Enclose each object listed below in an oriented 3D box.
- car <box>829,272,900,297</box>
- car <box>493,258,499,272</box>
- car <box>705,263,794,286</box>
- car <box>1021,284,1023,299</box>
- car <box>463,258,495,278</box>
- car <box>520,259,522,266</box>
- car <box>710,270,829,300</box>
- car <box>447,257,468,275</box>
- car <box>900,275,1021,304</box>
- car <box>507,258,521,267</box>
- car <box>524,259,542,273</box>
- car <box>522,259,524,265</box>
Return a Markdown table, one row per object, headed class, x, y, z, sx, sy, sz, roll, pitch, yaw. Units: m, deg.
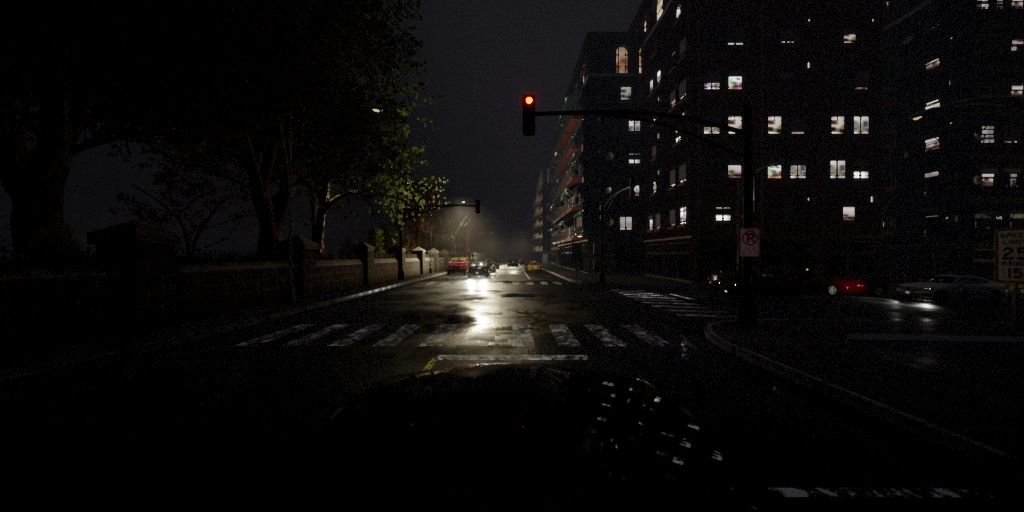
| class | x | y | z | sx | sy | sz | roll | pitch | yaw |
| --- | --- | --- | --- | --- | --- | --- | --- | --- | --- |
| car | 20.314 | 1.671 | 21.923 | 4.507 | 1.381 | 1.888 | 0 | 0 | 0 |
| car | -3.056 | 1.110 | 43.911 | 2.097 | 1.767 | 4.553 | 0 | 0 | 0 |
| car | 14.619 | 1.338 | 21.911 | 5.009 | 1.841 | 2.192 | 0 | 0 | 0 |
| car | 31.536 | 1.858 | 21.946 | 4.829 | 1.417 | 1.751 | 0 | 0 | 0 |
| car | -3.073 | 1.245 | 34.118 | 2.128 | 1.511 | 4.902 | 0 | 0 | -1 |
| car | 2.747 | 1.316 | 55.115 | 2.007 | 1.370 | 4.403 | 0 | 0 | 0 |
| car | 13.722 | 1.618 | 19.315 | 4.718 | 1.301 | 1.895 | 1 | 0 | 0 |
| car | -5.651 | 1.070 | 38.517 | 2.192 | 1.841 | 5.009 | 0 | 0 | 0 |
| car | 23.664 | 1.723 | 19.333 | 4.674 | 1.442 | 1.812 | 1 | 0 | 0 |
| car | 0.166 | 1.320 | 64.291 | 2.033 | 1.411 | 5.357 | 0 | 0 | -1 |
| car | 2.735 | 1.283 | 44.214 | 1.751 | 1.417 | 4.829 | 0 | 0 | 0 |
| car | 2.741 | 1.307 | 49.579 | 1.888 | 1.381 | 4.507 | 0 | 0 | 0 |
